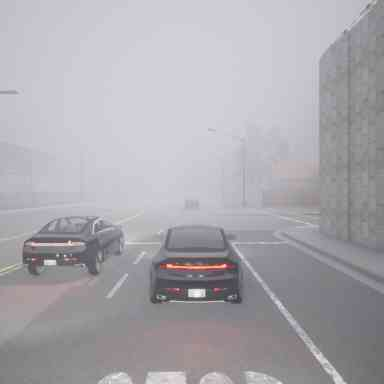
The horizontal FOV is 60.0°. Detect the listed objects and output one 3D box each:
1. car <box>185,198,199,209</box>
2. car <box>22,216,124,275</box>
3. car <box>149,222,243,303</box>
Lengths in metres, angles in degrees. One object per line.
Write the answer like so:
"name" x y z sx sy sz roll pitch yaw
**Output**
"car" -0.013 1.491 44.174 2.128 1.511 4.902 0 0 0
"car" -3.426 1.492 10.450 2.128 1.511 4.902 0 0 0
"car" 0.080 1.505 8.181 1.837 1.490 4.892 0 0 0
